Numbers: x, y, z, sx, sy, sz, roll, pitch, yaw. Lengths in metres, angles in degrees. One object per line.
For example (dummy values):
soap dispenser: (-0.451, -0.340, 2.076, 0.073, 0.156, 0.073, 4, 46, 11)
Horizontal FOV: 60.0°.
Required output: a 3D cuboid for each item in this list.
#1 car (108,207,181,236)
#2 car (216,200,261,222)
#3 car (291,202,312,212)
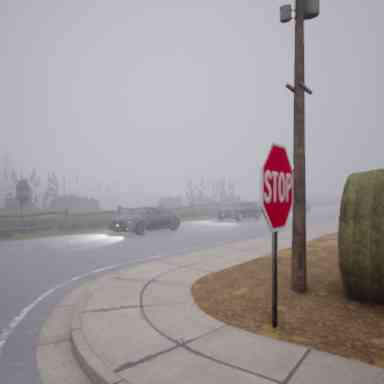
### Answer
car: (-2.521, 1.504, 18.301, 1.994, 1.385, 4.181, 0, 0, 38)
car: (3.775, 1.446, 26.308, 1.837, 1.490, 4.892, 0, 0, 38)
car: (11.173, 1.491, 35.703, 2.033, 1.411, 5.357, 0, 0, 38)
